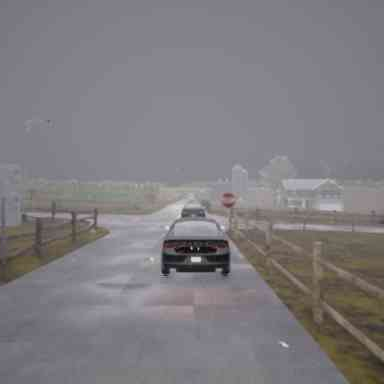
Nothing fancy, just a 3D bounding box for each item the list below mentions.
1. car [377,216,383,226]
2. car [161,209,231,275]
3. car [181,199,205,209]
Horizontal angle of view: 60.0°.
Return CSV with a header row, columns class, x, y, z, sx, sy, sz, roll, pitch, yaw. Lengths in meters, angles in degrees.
class,x,y,z,sx,sy,sz,roll,pitch,yaw
car,19.516,2.524,30.153,5.008,1.535,1.882,2,0,-1
car,0.100,1.540,10.729,1.882,1.535,5.008,0,0,0
car,0.092,1.658,28.189,1.882,1.535,5.008,0,0,0
